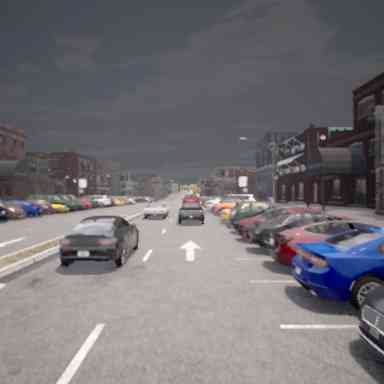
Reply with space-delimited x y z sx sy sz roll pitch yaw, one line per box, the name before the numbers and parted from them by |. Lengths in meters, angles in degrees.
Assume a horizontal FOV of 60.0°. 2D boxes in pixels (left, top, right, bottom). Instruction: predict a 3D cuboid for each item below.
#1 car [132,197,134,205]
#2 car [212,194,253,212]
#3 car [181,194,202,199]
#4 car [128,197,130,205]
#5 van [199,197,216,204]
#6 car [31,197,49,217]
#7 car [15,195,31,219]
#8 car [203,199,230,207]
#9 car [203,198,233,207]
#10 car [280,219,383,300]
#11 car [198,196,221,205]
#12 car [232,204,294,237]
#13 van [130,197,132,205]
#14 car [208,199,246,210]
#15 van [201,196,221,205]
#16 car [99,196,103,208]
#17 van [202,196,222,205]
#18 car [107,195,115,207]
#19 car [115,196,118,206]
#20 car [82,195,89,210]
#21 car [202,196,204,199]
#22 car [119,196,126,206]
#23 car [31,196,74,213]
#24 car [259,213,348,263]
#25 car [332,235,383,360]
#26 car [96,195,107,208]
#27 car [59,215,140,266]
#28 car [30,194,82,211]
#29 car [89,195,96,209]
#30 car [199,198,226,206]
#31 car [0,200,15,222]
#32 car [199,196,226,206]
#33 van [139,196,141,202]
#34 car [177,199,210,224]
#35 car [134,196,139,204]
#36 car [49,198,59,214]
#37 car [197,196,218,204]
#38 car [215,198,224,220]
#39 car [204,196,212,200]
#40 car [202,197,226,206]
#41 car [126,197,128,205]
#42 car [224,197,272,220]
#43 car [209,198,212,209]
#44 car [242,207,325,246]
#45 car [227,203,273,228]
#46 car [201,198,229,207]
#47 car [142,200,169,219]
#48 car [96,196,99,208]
car | -16.311 2.110 76.316 4.553 1.767 2.185 0 -1 0
car | 4.481 1.375 32.053 4.553 1.767 2.185 0 0 0
car | -0.167 1.330 43.056 2.150 2.045 5.566 0 -1 0
car | -16.232 2.174 70.798 4.674 1.452 2.002 0 -1 0
van | 4.078 2.193 87.615 4.442 1.987 1.878 0 -1 0
car | -15.892 1.499 29.463 5.008 1.535 2.097 0 0 0
car | -15.906 1.367 26.705 4.553 1.767 2.185 0 0 0
car | 4.368 1.936 59.822 4.792 1.488 2.163 0 -1 0
car | 4.363 1.849 57.043 4.892 1.521 2.231 0 -1 0
car | 4.664 1.474 6.919 5.008 1.535 2.097 0 0 0
car | 4.244 2.080 82.057 5.566 2.045 2.435 0 -1 0
car | 4.622 1.475 15.382 5.008 1.535 2.097 0 0 0
van | -16.141 1.960 73.562 4.442 1.987 1.878 0 -1 0
car | 4.440 1.629 43.157 4.674 1.452 2.002 0 -1 0
van | 4.359 2.008 76.375 4.442 1.987 1.878 0 -1 0
car | -16.084 1.722 48.743 4.792 1.488 2.163 0 -1 0
van | 4.370 1.959 73.722 4.442 1.987 1.878 0 -1 0
car | -16.128 1.548 54.260 5.566 2.045 2.435 0 -1 0
car | -16.094 1.606 57.017 5.566 2.045 2.435 0 -1 0
car | -15.959 1.318 40.486 5.566 2.045 2.435 0 -1 0
car | 4.594 1.672 48.586 5.366 1.575 1.946 0 -1 0
car | -16.375 2.024 65.282 5.366 1.575 1.946 0 -1 0
car | -15.757 1.519 34.976 5.366 1.575 1.946 0 0 0
car | 4.680 1.503 9.824 4.792 1.488 2.163 0 0 0
car | 4.693 1.477 4.140 4.892 1.521 2.231 0 0 0
car | -16.109 1.617 51.503 4.553 1.767 2.185 0 -1 0
car | -2.969 1.519 11.346 1.812 1.442 4.674 0 0 0
car | -15.937 1.292 37.729 5.566 2.045 2.435 0 -1 0
car | -15.982 1.353 43.239 5.566 2.045 2.435 0 -1 0
car | 4.102 2.074 68.034 5.366 1.575 1.946 0 -1 0
car | -15.882 1.517 23.947 4.792 1.488 2.163 0 0 0
car | 4.240 1.879 70.823 5.566 2.045 2.435 0 -1 0
van | -16.487 2.191 87.350 4.442 1.987 1.878 0 -1 0
car | -0.053 1.497 24.930 2.128 1.511 4.902 0 0 0
car | -16.274 2.031 79.077 5.566 2.045 2.435 0 -1 0
car | -15.917 1.549 32.217 4.674 1.452 2.002 0 0 0
car | 4.215 2.209 90.392 5.566 2.045 2.435 0 -1 0
car | 4.554 1.489 26.373 4.892 1.521 2.231 0 0 0
car | 4.449 1.279 37.607 5.566 2.045 2.435 0 -1 0
car | 4.335 1.897 65.382 4.553 1.767 2.185 0 -1 0
car | -16.398 2.079 68.041 5.366 1.575 1.946 0 -1 0
car | 4.554 1.355 20.931 4.553 1.767 2.185 0 0 -1
car | 4.493 1.552 34.830 4.674 1.452 2.002 0 0 0
car | 4.628 1.475 12.602 4.892 1.521 2.231 0 0 0
car | 4.570 1.507 18.160 4.792 1.488 2.163 0 0 0
car | 4.316 1.965 62.601 5.008 1.535 2.097 0 -1 0
car | -3.083 1.614 29.712 1.895 1.301 4.718 0 0 0
car | -16.027 1.643 45.992 5.008 1.535 2.097 0 -1 0
